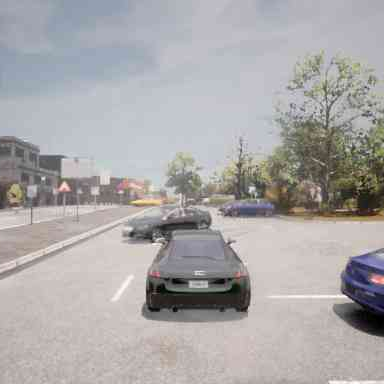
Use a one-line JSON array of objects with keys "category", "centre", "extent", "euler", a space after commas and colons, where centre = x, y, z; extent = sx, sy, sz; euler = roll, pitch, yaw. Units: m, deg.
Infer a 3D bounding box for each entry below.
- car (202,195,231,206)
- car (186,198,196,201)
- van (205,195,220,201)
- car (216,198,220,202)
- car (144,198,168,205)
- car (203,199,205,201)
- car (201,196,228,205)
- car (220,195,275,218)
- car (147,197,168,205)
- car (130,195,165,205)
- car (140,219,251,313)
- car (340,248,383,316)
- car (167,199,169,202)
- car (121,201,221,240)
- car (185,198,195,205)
[{"category": "car", "centre": [4.787, 1.666, 65.306], "extent": [5.566, 2.045, 2.435], "euler": [0, -2, -1]}, {"category": "car", "centre": [-0.175, 1.946, 64.671], "extent": [1.812, 1.442, 4.674], "euler": [0, -1, -1]}, {"category": "van", "centre": [4.792, 1.448, 54.134], "extent": [4.442, 1.987, 1.878], "euler": [0, -1, 0]}, {"category": "car", "centre": [5.054, 1.552, 33.337], "extent": [4.674, 1.452, 2.002], "euler": [0, 0, 0]}, {"category": "car", "centre": [-7.507, 2.048, 69.733], "extent": [5.008, 1.535, 2.097], "euler": [0, -2, -1]}, {"category": "car", "centre": [5.071, 1.722, 56.926], "extent": [5.366, 1.575, 1.946], "euler": [0, -1, 0]}, {"category": "car", "centre": [4.716, 1.831, 70.765], "extent": [5.566, 2.045, 2.435], "euler": [0, -2, -1]}, {"category": "car", "centre": [5.126, 1.382, 30.167], "extent": [4.553, 1.767, 2.185], "euler": [0, 0, 0]}, {"category": "car", "centre": [-7.520, 2.017, 72.771], "extent": [4.553, 1.767, 2.185], "euler": [0, -2, -1]}, {"category": "car", "centre": [-7.549, 1.678, 54.674], "extent": [5.366, 1.575, 1.946], "euler": [0, -1, 0]}, {"category": "car", "centre": [0.109, 1.571, 7.779], "extent": [1.994, 1.385, 4.181], "euler": [0, 0, 0]}, {"category": "car", "centre": [5.084, 1.525, 5.831], "extent": [4.674, 1.452, 2.002], "euler": [0, 0, 0]}, {"category": "car", "centre": [-7.445, 1.707, 66.824], "extent": [5.566, 2.045, 2.435], "euler": [0, -2, -1]}, {"category": "car", "centre": [-1.128, 1.470, 16.218], "extent": [4.902, 1.511, 2.128], "euler": [-2, 1, -44]}, {"category": "car", "centre": [-0.367, 2.203, 74.544], "extent": [1.882, 1.535, 5.008], "euler": [0, -2, 2]}]
